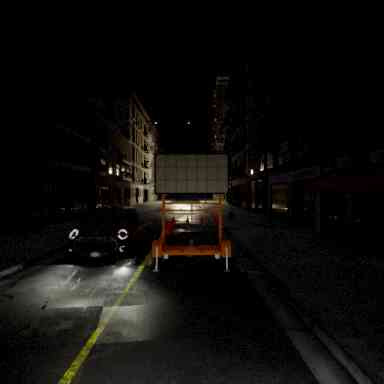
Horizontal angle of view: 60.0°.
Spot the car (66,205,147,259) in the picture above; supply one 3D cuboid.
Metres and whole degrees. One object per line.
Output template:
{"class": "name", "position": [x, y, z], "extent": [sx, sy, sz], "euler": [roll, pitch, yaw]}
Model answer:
{"class": "car", "position": [-3.015, 1.357, 12.567], "extent": [2.097, 1.767, 4.553], "euler": [0, 0, 0]}

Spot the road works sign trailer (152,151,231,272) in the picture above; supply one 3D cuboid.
{"class": "road works sign trailer", "position": [-0.006, 0.468, 10.818], "extent": [2.380, 3.560, 2.880], "euler": [0, 0, 0]}
